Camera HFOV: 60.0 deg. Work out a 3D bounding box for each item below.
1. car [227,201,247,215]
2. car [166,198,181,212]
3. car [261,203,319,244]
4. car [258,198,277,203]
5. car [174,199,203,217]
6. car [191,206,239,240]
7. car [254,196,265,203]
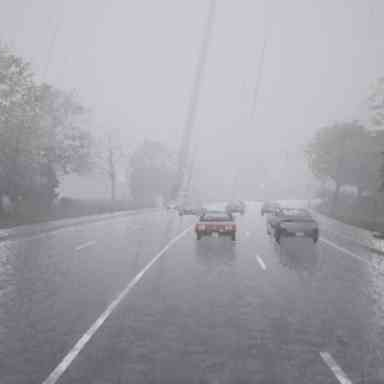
[{"bbox_3d":[4.693,1.603,34.956,2.033,1.411,5.357,0,0,14],"label":"car"},{"bbox_3d":[-1.587,1.522,39.140,2.128,1.511,4.902,0,0,15],"label":"car"},{"bbox_3d":[4.746,1.526,16.138,2.128,1.511,4.902,0,0,7],"label":"car"},{"bbox_3d":[8.243,1.635,34.514,1.994,1.385,4.181,0,0,14],"label":"car"},{"bbox_3d":[0.065,1.596,31.236,1.994,1.385,4.181,0,0,13],"label":"car"},{"bbox_3d":[1.318,1.625,17.083,1.895,1.301,4.718,0,0,7],"label":"car"},{"bbox_3d":[14.459,1.574,69.905,1.994,1.385,4.181,0,0,28],"label":"car"}]
